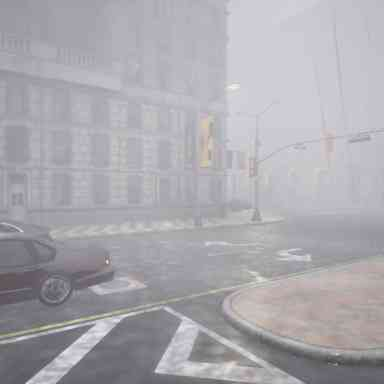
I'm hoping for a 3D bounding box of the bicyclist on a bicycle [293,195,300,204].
[{"bbox_3d":[17.958,1.300,57.135,1.656,1.620,0.582,0,0,-35],"label":"bicyclist on a bicycle"}]

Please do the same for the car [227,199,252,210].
[{"bbox_3d":[5.777,1.564,43.171,1.994,1.385,4.181,0,0,-35],"label":"car"}]

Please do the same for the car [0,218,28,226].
[{"bbox_3d":[-6.449,1.492,9.282,4.902,1.511,2.128,0,0,-37],"label":"car"}]

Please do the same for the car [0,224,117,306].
[{"bbox_3d":[-4.260,1.547,6.498,5.357,1.411,2.033,0,0,-34],"label":"car"}]
